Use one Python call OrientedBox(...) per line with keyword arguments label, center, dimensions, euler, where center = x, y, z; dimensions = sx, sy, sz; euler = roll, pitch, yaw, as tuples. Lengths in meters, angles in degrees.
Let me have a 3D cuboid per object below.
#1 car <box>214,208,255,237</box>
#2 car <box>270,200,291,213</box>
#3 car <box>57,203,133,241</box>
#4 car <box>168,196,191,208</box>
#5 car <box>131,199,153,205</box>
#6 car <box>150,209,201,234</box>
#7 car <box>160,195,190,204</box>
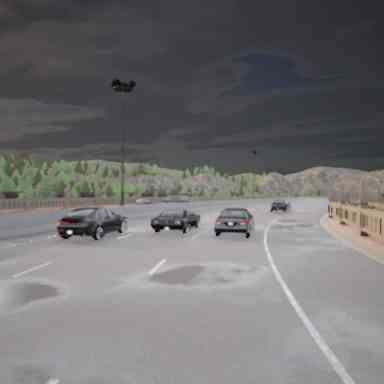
OrientedBox(label="car", center=(2.479, 1.613, 18.664), dimensions=(2.033, 1.411, 5.357), euler=(0, 0, 14))
OrientedBox(label="car", center=(11.028, 1.726, 41.367), dimensions=(1.837, 1.490, 4.892), euler=(0, 0, 24))
OrientedBox(label="car", center=(-4.951, 1.537, 17.085), dimensions=(1.837, 1.490, 4.892), euler=(0, 0, 11))
OrientedBox(label="car", center=(-2.017, 1.626, 55.324), dimensions=(2.097, 1.767, 4.553), euler=(0, 0, 25))
OrientedBox(label="car", center=(-7.688, 1.750, 51.308), dimensions=(1.812, 1.442, 4.674), euler=(0, -1, 25))
OrientedBox(label="car", center=(-0.805, 1.660, 19.820), dimensions=(1.895, 1.301, 4.718), euler=(0, 0, 14))
OrientedBox(label="car", center=(-2.342, 1.431, 46.150), dimensions=(2.150, 2.045, 5.566), euler=(0, -1, 25))
